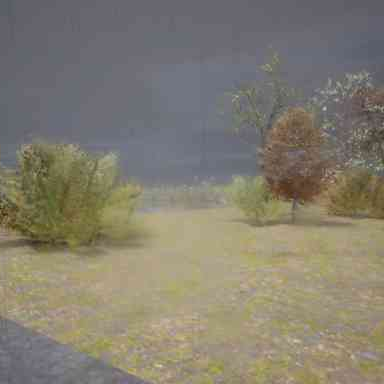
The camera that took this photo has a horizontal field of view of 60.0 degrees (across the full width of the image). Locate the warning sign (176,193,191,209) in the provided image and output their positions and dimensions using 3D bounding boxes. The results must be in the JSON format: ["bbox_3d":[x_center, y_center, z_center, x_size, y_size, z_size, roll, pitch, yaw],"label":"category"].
[{"bbox_3d":[-0.954,1.004,38.039,1.300,1.860,1.060,0,0,40],"label":"warning sign"}]
